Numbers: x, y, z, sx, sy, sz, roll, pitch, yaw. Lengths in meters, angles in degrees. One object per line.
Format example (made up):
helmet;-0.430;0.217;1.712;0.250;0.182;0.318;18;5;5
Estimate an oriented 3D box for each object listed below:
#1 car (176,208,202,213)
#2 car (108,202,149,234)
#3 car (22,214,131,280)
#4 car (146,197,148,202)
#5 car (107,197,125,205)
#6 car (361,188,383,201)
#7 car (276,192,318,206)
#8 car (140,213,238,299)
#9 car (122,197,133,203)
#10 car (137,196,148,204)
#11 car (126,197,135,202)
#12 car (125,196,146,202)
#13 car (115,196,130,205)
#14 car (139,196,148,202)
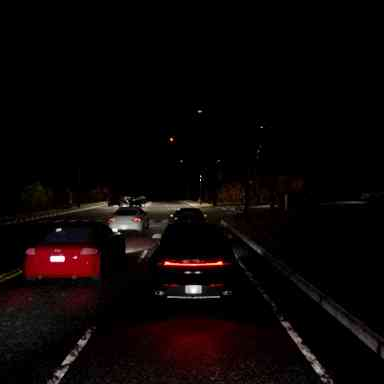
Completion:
car;-0.177;1.560;17.835;2.033;1.411;5.357;0;0;-2
car;-3.476;1.539;18.705;1.812;1.442;4.674;0;0;-3
car;-3.258;1.569;9.960;1.994;1.385;4.181;0;0;-1
car;-9.581;1.680;61.064;1.994;1.385;4.181;0;0;-5
car;-12.121;1.612;52.876;1.812;1.442;4.674;0;0;-5
car;22.137;0.284;38.759;4.674;1.442;1.812;-3;0;-3
car;12.067;0.743;38.303;4.674;1.442;1.812;-3;0;-2
car;0.014;1.509;8.428;1.837;1.490;4.892;0;0;0
car;-13.893;1.710;71.692;1.994;1.385;4.181;0;0;-7
car;-10.548;1.679;71.037;2.128;1.511;4.902;0;0;-6
car;-15.161;1.801;81.937;1.895;1.301;4.718;0;0;-7
car;-8.805;1.575;52.211;2.128;1.511;4.902;0;0;-5
car;-12.921;1.611;61.965;2.128;1.511;4.902;0;0;-5
car;-11.786;1.726;81.177;2.128;1.511;4.902;0;0;-7
